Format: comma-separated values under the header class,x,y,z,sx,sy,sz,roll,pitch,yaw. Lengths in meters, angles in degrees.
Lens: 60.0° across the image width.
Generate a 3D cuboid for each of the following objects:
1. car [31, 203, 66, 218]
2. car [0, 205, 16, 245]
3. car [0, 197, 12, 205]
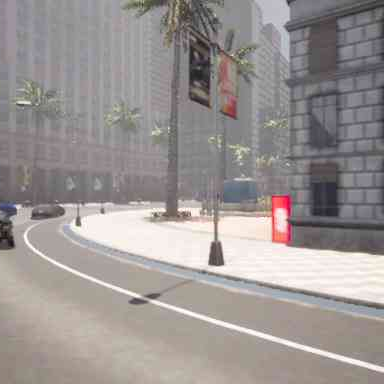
class,x,y,z,sx,sy,sz,roll,pitch,yaw
car,-14.066,1.801,32.880,1.994,1.385,4.181,0,0,0
car,-9.437,1.594,15.536,1.882,1.535,5.008,0,0,-31
car,-17.551,1.435,29.183,2.150,2.045,5.566,0,-1,-6
